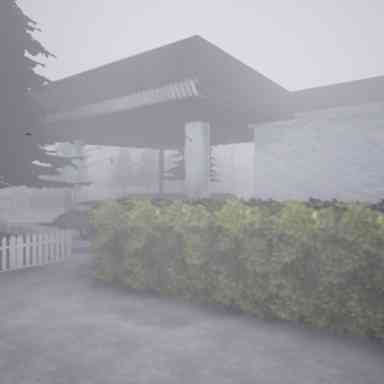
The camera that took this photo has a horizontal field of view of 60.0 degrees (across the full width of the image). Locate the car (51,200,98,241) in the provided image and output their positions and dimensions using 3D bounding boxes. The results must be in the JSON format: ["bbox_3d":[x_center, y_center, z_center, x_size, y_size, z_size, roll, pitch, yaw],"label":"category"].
[{"bbox_3d":[-5.358,1.345,16.934,3.866,1.878,1.905,0,0,35],"label":"car"}]
